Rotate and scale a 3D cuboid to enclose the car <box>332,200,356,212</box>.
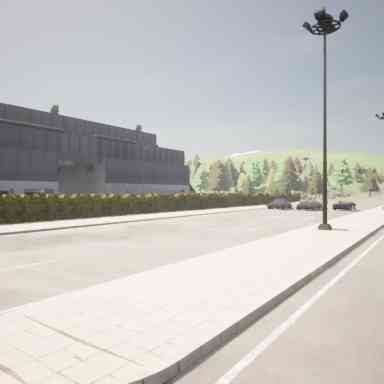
[{"bbox_3d":[18.018,1.601,39.297,1.895,1.301,4.718,0,0,36],"label":"car"}]

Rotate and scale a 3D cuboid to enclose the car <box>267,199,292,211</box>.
[{"bbox_3d":[10.972,1.564,41.486,1.994,1.385,4.181,0,0,36],"label":"car"}]

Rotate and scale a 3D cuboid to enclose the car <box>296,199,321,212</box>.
[{"bbox_3d":[13.923,1.564,39.597,1.994,1.385,4.181,0,0,36],"label":"car"}]
